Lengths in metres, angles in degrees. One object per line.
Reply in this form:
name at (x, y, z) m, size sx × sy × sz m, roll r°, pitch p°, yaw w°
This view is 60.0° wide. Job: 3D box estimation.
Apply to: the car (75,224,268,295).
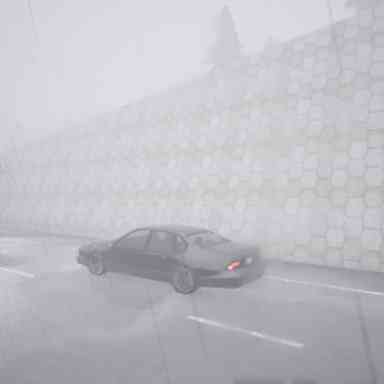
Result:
car at (-0.775, 1.589, 8.838) m, size 5.357 × 1.411 × 2.033 m, roll -1°, pitch 0°, yaw 35°
